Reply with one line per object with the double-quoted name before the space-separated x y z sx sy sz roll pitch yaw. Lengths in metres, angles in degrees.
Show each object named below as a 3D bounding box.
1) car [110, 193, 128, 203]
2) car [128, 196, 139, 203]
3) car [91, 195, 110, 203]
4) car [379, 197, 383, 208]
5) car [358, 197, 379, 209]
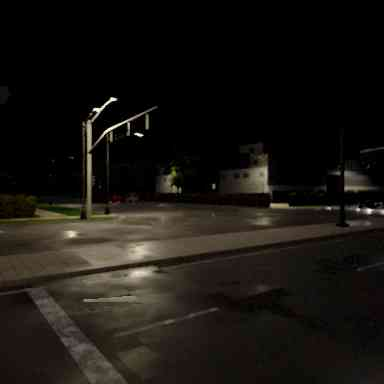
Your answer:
"car" -15.645 1.180 67.618 2.150 2.045 5.566 0 0 -34
"car" -12.517 1.477 69.237 1.812 1.442 4.674 0 0 -34
"car" -18.407 1.528 65.469 1.994 1.385 4.181 0 0 -34
"car" 25.506 1.281 40.864 4.553 1.767 2.097 0 0 -34
"car" 23.987 1.433 44.051 4.892 1.490 1.837 0 0 -34
